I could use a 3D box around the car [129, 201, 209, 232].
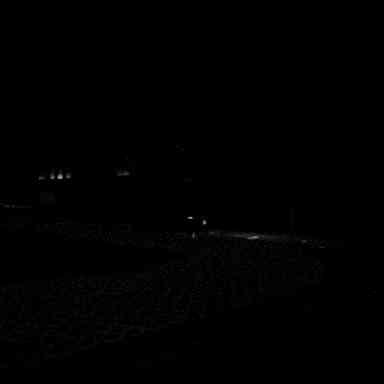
[{"bbox_3d":[-1.366,1.296,18.727,4.902,1.511,2.128,1,1,34],"label":"car"}]
